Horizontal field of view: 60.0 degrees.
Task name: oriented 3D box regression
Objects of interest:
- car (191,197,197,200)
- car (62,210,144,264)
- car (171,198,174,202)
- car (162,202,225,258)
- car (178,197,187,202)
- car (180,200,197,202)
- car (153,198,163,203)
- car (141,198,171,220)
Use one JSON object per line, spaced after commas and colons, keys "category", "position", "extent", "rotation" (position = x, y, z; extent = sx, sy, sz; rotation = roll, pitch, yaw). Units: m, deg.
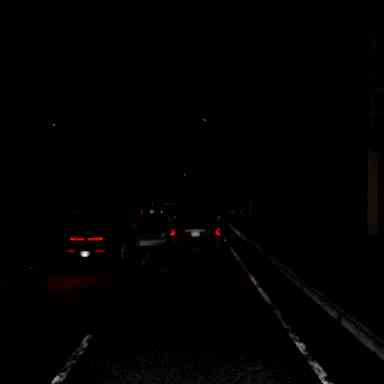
{"category": "car", "position": [0.565, 2.281, 93.199], "extent": [1.837, 1.490, 4.892], "rotation": [0, 0, 1]}
{"category": "car", "position": [-3.151, 1.616, 12.210], "extent": [1.837, 1.490, 4.892], "rotation": [0, -1, 0]}
{"category": "car", "position": [-5.984, 2.285, 90.440], "extent": [1.812, 1.442, 4.674], "rotation": [0, 0, 1]}
{"category": "car", "position": [0.100, 1.477, 13.512], "extent": [2.097, 1.767, 4.553], "rotation": [0, -1, -1]}
{"category": "car", "position": [-2.679, 2.137, 93.608], "extent": [2.097, 1.767, 4.553], "rotation": [0, 0, 1]}
{"category": "car", "position": [0.104, 1.741, 29.149], "extent": [1.882, 1.535, 5.008], "rotation": [0, -1, 0]}
{"category": "car", "position": [-9.233, 2.300, 90.495], "extent": [2.033, 1.411, 5.357], "rotation": [0, 0, 1]}
{"category": "car", "position": [-3.152, 1.605, 28.060], "extent": [2.097, 1.767, 4.553], "rotation": [0, -1, 0]}
